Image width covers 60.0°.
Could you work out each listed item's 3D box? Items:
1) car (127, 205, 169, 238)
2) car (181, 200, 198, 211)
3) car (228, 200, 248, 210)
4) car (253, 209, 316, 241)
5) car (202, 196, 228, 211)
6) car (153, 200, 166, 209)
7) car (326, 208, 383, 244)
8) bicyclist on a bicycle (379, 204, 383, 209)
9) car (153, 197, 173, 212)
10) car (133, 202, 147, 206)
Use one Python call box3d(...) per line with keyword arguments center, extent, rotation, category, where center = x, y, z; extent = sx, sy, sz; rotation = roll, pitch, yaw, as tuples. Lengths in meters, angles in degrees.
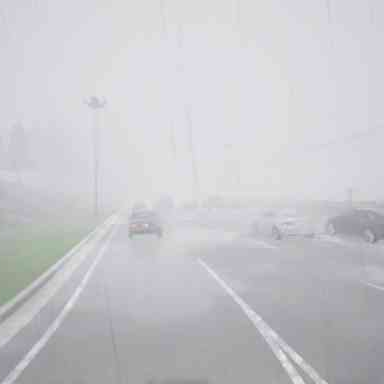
box3d(center=(-2.718, 1.746, 19.164), extent=(2.033, 1.411, 5.357), rotation=(-1, 0, -10), category="car")
box3d(center=(-0.451, 1.885, 47.179), extent=(1.882, 1.535, 5.008), rotation=(-1, 0, -10), category="car")
box3d(center=(6.452, 1.877, 48.344), extent=(2.033, 1.411, 5.357), rotation=(-1, 0, -10), category="car")
box3d(center=(4.680, 1.615, 17.387), extent=(1.812, 1.442, 4.674), rotation=(-1, 0, -10), category="car")
box3d(center=(2.992, 1.590, 47.793), extent=(2.150, 2.045, 5.566), rotation=(-1, 0, -10), category="car")
box3d(center=(-5.635, 2.081, 56.869), extent=(1.812, 1.442, 4.674), rotation=(-1, 0, -10), category="car")
box3d(center=(8.437, 1.538, 16.156), extent=(1.837, 1.490, 4.892), rotation=(-1, 0, -10), category="car")
box3d(center=(14.548, 1.328, 24.784), extent=(1.656, 1.620, 0.582), rotation=(-1, 0, -10), category="bicyclist on a bicycle")
box3d(center=(-3.910, 1.668, 46.627), extent=(2.150, 2.045, 5.566), rotation=(-1, 0, -10), category="car")
box3d(center=(-7.224, 2.029, 45.856), extent=(2.033, 1.411, 5.357), rotation=(-1, 0, -10), category="car")
